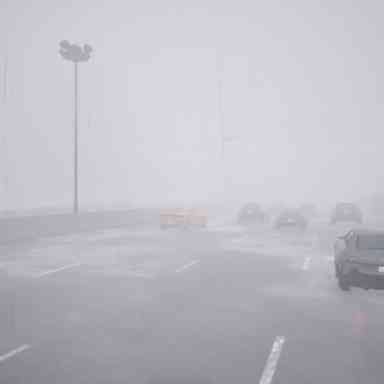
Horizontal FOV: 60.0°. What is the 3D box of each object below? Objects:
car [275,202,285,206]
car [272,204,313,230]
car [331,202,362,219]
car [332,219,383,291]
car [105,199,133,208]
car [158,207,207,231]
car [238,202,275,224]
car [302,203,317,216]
[{"bbox_3d":[11.026,1.999,41.761,1.994,1.385,4.181,-1,-1,23],"label":"car"},{"bbox_3d":[7.059,1.803,23.133,1.994,1.385,4.181,-1,-1,23],"label":"car"},{"bbox_3d":[12.510,1.612,27.122,2.097,1.767,4.553,-1,-1,23],"label":"car"},{"bbox_3d":[4.941,1.649,8.946,1.994,1.385,4.181,-1,-1,23],"label":"car"},{"bbox_3d":[-10.021,1.672,46.117,1.882,1.535,5.008,-1,-1,23],"label":"car"},{"bbox_3d":[-0.526,1.750,23.128,1.882,1.535,5.008,-1,-1,23],"label":"car"},{"bbox_3d":[5.419,1.657,28.305,2.097,1.767,4.553,-1,-1,23],"label":"car"},{"bbox_3d":[13.151,1.927,37.761,2.033,1.411,5.357,-1,-1,23],"label":"car"}]
